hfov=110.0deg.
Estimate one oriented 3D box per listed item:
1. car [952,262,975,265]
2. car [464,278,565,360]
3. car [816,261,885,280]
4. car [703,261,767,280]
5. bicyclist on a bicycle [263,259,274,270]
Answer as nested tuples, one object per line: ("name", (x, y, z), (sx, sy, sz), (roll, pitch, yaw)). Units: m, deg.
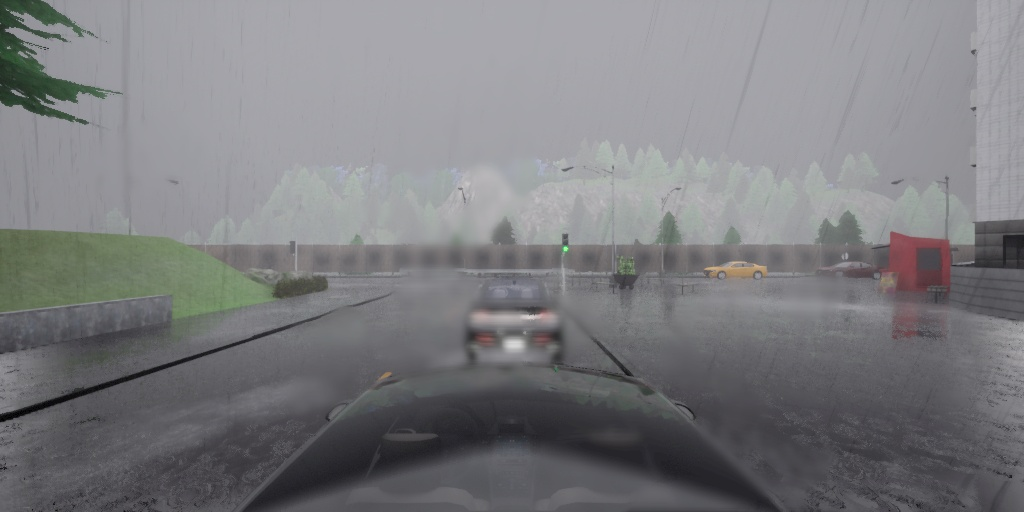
("car", (39.795, 1.255, 31.194), (4.892, 1.490, 1.837), (0, 0, 0))
("car", (0.056, 1.242, 8.345), (2.128, 1.511, 4.902), (0, 0, 0))
("car", (29.394, 1.228, 31.211), (5.008, 1.535, 1.882), (0, 0, 0))
("car", (19.346, 1.228, 31.208), (5.008, 1.535, 1.882), (0, 0, 0))
("bicyclist on a bicycle", (-24.032, 1.099, 35.380), (0.582, 1.620, 1.656), (0, 0, 0))
